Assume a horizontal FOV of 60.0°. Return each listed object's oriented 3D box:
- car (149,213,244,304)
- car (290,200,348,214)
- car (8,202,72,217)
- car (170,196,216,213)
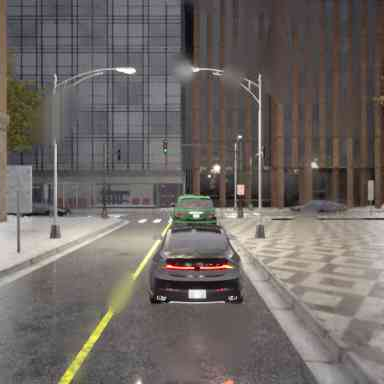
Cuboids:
[{"bbox_3d":[0.083,1.503,8.135,1.837,1.490,4.892,0,0,0],"label":"car"},{"bbox_3d":[12.733,1.486,33.508,5.357,1.411,2.033,0,0,0],"label":"car"},{"bbox_3d":[-13.893,1.600,30.281,5.357,1.411,2.033,0,0,1],"label":"car"},{"bbox_3d":[0.040,1.218,18.136,2.150,2.045,5.566,0,0,-3],"label":"car"}]
